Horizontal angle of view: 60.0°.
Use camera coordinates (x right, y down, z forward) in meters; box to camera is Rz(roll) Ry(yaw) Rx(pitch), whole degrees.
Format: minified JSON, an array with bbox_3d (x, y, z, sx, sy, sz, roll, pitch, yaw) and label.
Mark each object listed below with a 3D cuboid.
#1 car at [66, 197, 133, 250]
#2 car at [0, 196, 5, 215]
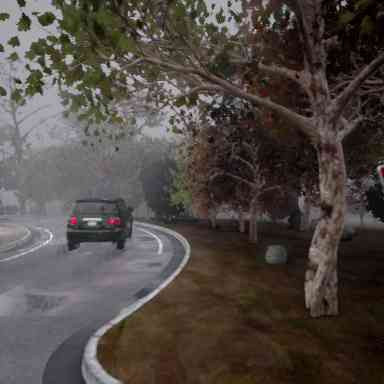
[{"bbox_3d":[-3.897,1.242,14.700,2.150,2.045,5.566,1,0,-6],"label":"car"},{"bbox_3d":[-18.816,1.275,28.121,5.566,2.045,2.150,0,-1,5],"label":"car"}]
